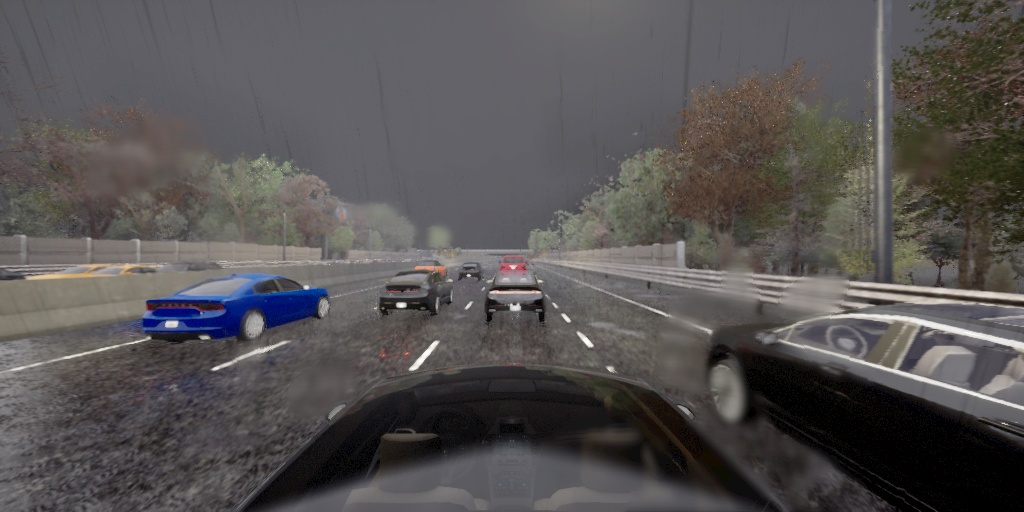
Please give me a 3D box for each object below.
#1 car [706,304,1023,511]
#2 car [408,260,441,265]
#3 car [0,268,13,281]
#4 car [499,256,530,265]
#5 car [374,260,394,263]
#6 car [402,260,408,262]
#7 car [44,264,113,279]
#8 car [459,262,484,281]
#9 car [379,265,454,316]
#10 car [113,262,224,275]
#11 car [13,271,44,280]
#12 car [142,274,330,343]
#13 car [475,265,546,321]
[{"bbox_3d":[3.342,1.105,2.674,2.128,1.511,4.902,0,0,2],"label":"car"},{"bbox_3d":[-6.902,1.133,30.404,2.097,1.767,4.553,0,0,0],"label":"car"},{"bbox_3d":[-28.099,1.270,17.950,1.837,1.490,4.892,0,0,0],"label":"car"},{"bbox_3d":[0.098,1.001,29.859,2.150,2.045,5.566,0,0,0],"label":"car"},{"bbox_3d":[-21.021,1.429,60.452,1.895,1.301,4.718,0,0,1],"label":"car"},{"bbox_3d":[-17.531,1.353,60.250,1.812,1.442,4.674,0,0,1],"label":"car"},{"bbox_3d":[-21.100,1.244,19.464,1.882,1.535,5.008,0,0,0],"label":"car"},{"bbox_3d":[-3.401,1.286,30.668,1.837,1.490,4.892,0,0,0],"label":"car"},{"bbox_3d":[-3.400,1.264,13.439,1.837,1.490,4.892,0,0,0],"label":"car"},{"bbox_3d":[-17.600,1.118,19.137,2.097,1.767,4.553,0,0,0],"label":"car"},{"bbox_3d":[-24.599,1.246,20.955,1.882,1.535,5.008,0,0,0],"label":"car"},{"bbox_3d":[-6.898,1.234,9.750,1.882,1.535,5.008,0,0,0],"label":"car"},{"bbox_3d":[0.098,1.250,12.483,2.128,1.511,4.902,0,0,0],"label":"car"}]
